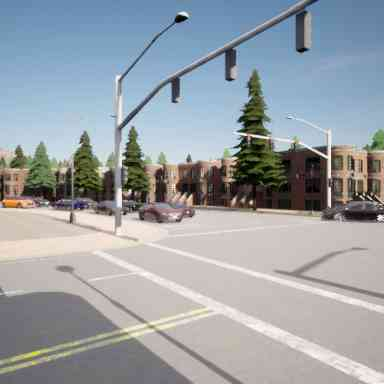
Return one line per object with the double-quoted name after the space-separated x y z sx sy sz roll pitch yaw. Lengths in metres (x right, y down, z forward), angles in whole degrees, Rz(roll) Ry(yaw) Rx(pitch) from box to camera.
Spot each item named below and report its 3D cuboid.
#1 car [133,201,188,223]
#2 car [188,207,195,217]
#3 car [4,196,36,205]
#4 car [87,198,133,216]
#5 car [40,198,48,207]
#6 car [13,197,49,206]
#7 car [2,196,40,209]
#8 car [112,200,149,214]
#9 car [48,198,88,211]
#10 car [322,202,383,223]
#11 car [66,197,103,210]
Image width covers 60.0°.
-2.543 1.523 25.566 1.812 1.442 4.674 0 0 -35 "car"
-1.553 1.560 30.084 1.994 1.385 4.181 0 0 -37 "car"
-30.263 1.475 58.633 5.008 1.535 1.882 0 0 12 "car"
-8.215 1.545 33.250 2.033 1.411 5.357 0 0 -38 "car"
-23.202 1.489 49.116 4.902 1.511 2.128 0 0 23 "car"
-26.157 1.545 54.132 5.357 1.411 2.033 0 0 17 "car"
-23.616 1.350 45.436 4.553 1.767 2.097 0 0 25 "car"
-6.908 1.597 37.017 1.895 1.301 4.718 0 0 -41 "car"
-14.898 1.598 40.030 4.718 1.301 1.895 0 0 38 "car"
12.525 1.502 25.256 4.892 1.490 1.837 0 3 9 "car"
-14.256 1.488 43.852 4.902 1.511 2.128 0 0 36 "car"
